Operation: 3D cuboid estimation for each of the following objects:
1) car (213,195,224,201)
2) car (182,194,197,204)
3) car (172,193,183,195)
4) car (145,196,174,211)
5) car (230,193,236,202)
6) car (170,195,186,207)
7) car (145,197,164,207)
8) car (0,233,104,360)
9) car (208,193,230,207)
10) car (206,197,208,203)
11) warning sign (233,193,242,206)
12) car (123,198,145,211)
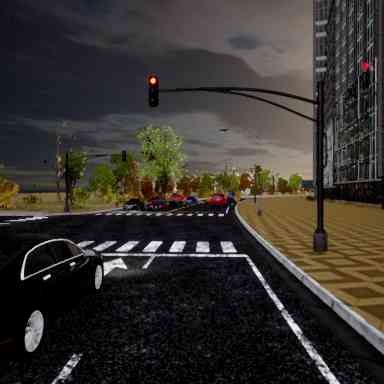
[{"bbox_3d":[6.469,1.392,80.534,1.812,1.442,4.674,0,0,14],"label":"car"},{"bbox_3d":[-0.117,1.534,65.183,1.812,1.442,4.674,0,0,11],"label":"car"},{"bbox_3d":[-3.067,1.231,66.985,2.150,2.045,5.566,0,0,11],"label":"car"},{"bbox_3d":[-3.926,1.564,40.701,1.994,1.385,4.181,0,0,7],"label":"car"},{"bbox_3d":[9.787,1.246,80.433,2.150,2.045,5.566,0,0,14],"label":"car"},{"bbox_3d":[-2.579,1.603,50.782,1.895,1.301,4.718,0,0,9],"label":"car"},{"bbox_3d":[-5.714,1.527,51.677,1.812,1.442,4.674,0,0,8],"label":"car"},{"bbox_3d":[-3.011,1.504,5.935,1.837,1.490,4.892,0,0,1],"label":"car"},{"bbox_3d":[4.226,1.228,51.025,2.150,2.045,5.566,0,0,9],"label":"car"},{"bbox_3d":[4.324,1.362,70.802,2.097,1.767,4.553,0,0,12],"label":"car"},{"bbox_3d":[6.554,1.122,48.257,1.300,1.860,1.060,0,0,8],"label":"warning sign"},{"bbox_3d":[-7.104,1.524,41.486,1.812,1.442,4.674,0,0,7],"label":"car"}]
